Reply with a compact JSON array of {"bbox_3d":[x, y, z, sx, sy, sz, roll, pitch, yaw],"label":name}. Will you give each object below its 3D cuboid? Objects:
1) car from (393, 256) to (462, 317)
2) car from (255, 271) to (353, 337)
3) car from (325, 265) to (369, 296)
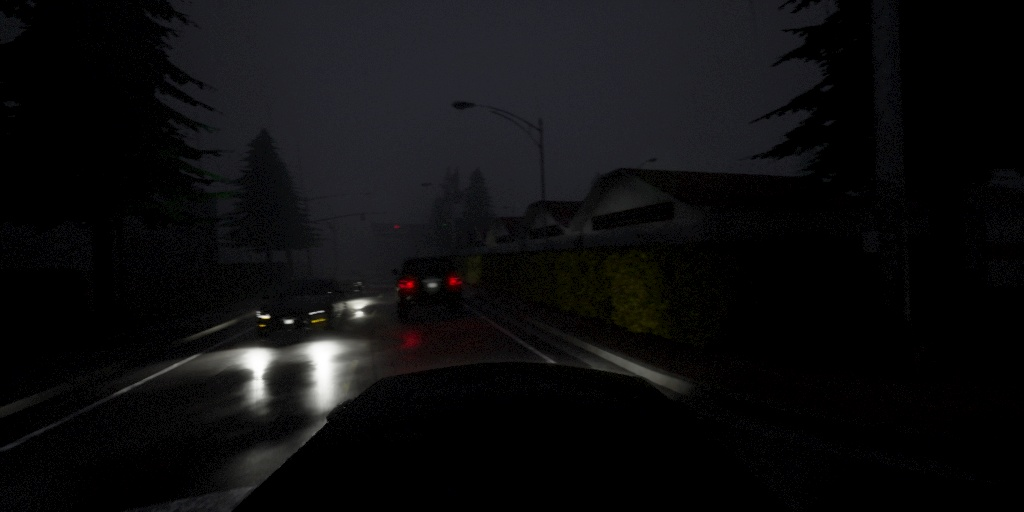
[{"bbox_3d":[-3.402,1.056,14.078,2.150,2.045,5.566,-2,0,-18],"label":"car"},{"bbox_3d":[-6.516,1.464,11.547,1.837,1.490,4.892,-2,0,-18],"label":"car"},{"bbox_3d":[-9.732,1.524,21.436,1.882,1.535,5.008,-2,0,-18],"label":"car"}]
